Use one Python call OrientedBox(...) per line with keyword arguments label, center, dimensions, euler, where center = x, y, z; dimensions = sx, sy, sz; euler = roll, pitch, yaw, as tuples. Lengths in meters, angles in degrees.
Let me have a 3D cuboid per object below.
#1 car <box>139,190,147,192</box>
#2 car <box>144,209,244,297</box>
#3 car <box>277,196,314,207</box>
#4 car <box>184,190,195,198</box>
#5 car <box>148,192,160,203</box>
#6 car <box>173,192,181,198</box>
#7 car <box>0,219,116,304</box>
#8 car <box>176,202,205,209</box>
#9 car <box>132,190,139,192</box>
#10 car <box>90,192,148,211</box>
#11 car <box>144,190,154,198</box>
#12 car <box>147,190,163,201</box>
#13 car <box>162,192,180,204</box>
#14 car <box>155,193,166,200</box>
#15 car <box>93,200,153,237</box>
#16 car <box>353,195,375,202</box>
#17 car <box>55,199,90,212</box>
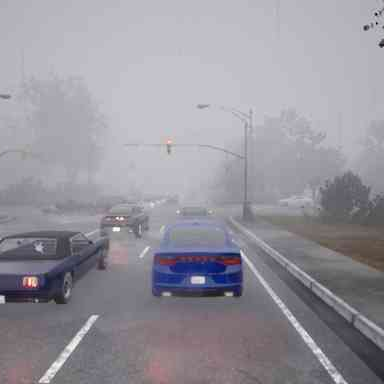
OrientedBox(label="car", center=(-10.474, 0.709, 63.460), dimensions=(2.150, 2.045, 5.566), euler=(0, 1, 0))
OrientedBox(label="car", center=(0.113, 1.446, 8.567), dimensions=(1.882, 1.535, 5.008), euler=(0, 0, 0))
OrientedBox(label="car", center=(13.283, 1.200, 42.801), dimensions=(4.674, 1.442, 1.812), euler=(0, 1, -3))
OrientedBox(label="car", center=(-0.354, 0.419, 85.440), dimensions=(2.150, 2.045, 5.566), euler=(0, 1, -4))
OrientedBox(label="car", center=(-7.016, 1.127, 55.487), dimensions=(1.994, 1.385, 4.181), euler=(0, 1, 0))
OrientedBox(label="car", center=(-4.066, 0.687, 89.049), dimensions=(2.033, 1.411, 5.357), euler=(0, 1, -4))
OrientedBox(label="car", center=(-3.388, 1.573, 8.020), dimensions=(1.895, 1.301, 4.718), euler=(0, 0, 0))
OrientedBox(label="car", center=(0.123, 1.459, 17.549), dimensions=(1.994, 1.385, 4.181), euler=(0, 0, 0))
OrientedBox(label="car", center=(-10.545, 0.930, 53.876), dimensions=(2.097, 1.767, 4.553), euler=(0, 0, 1))
OrientedBox(label="car", center=(-6.708, 1.130, 30.980), dimensions=(4.553, 1.767, 2.097), euler=(0, 1, -3))
OrientedBox(label="car", center=(-10.806, 0.445, 84.255), dimensions=(2.150, 2.045, 5.566), euler=(0, 1, -3))
OrientedBox(label="car", center=(-6.976, 0.956, 64.295), dimensions=(1.882, 1.535, 5.008), euler=(0, 1, 0))
OrientedBox(label="car", center=(-3.239, 1.124, 53.934), dimensions=(2.033, 1.411, 5.357), euler=(0, 0, -1))
OrientedBox(label="car", center=(-6.997, 0.957, 74.320), dimensions=(1.895, 1.301, 4.718), euler=(0, 1, -1))
OrientedBox(label="car", center=(-3.376, 1.402, 17.272), dimensions=(1.837, 1.490, 4.892), euler=(0, 0, 0))
OrientedBox(label="car", center=(22.471, 1.175, 43.309), dimensions=(4.892, 1.490, 1.837), euler=(0, 1, -3))
OrientedBox(label="car", center=(-11.375, 1.350, 34.229), dimensions=(4.718, 1.301, 1.895), euler=(0, 1, -3))
